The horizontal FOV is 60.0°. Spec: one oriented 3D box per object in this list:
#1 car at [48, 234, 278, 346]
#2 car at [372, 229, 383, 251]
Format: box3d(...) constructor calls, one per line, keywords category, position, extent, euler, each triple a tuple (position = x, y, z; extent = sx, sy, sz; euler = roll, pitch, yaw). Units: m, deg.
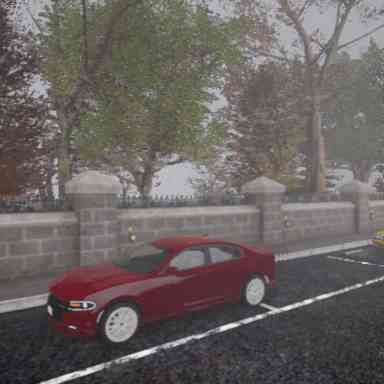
box3d(category="car", position=(-0.312, 1.539, 6.336), extent=(4.507, 1.381, 1.887), euler=(0, 0, -35))
box3d(category="car", position=(8.722, 1.504, 12.777), extent=(4.829, 1.417, 1.752), euler=(0, 0, -35))
